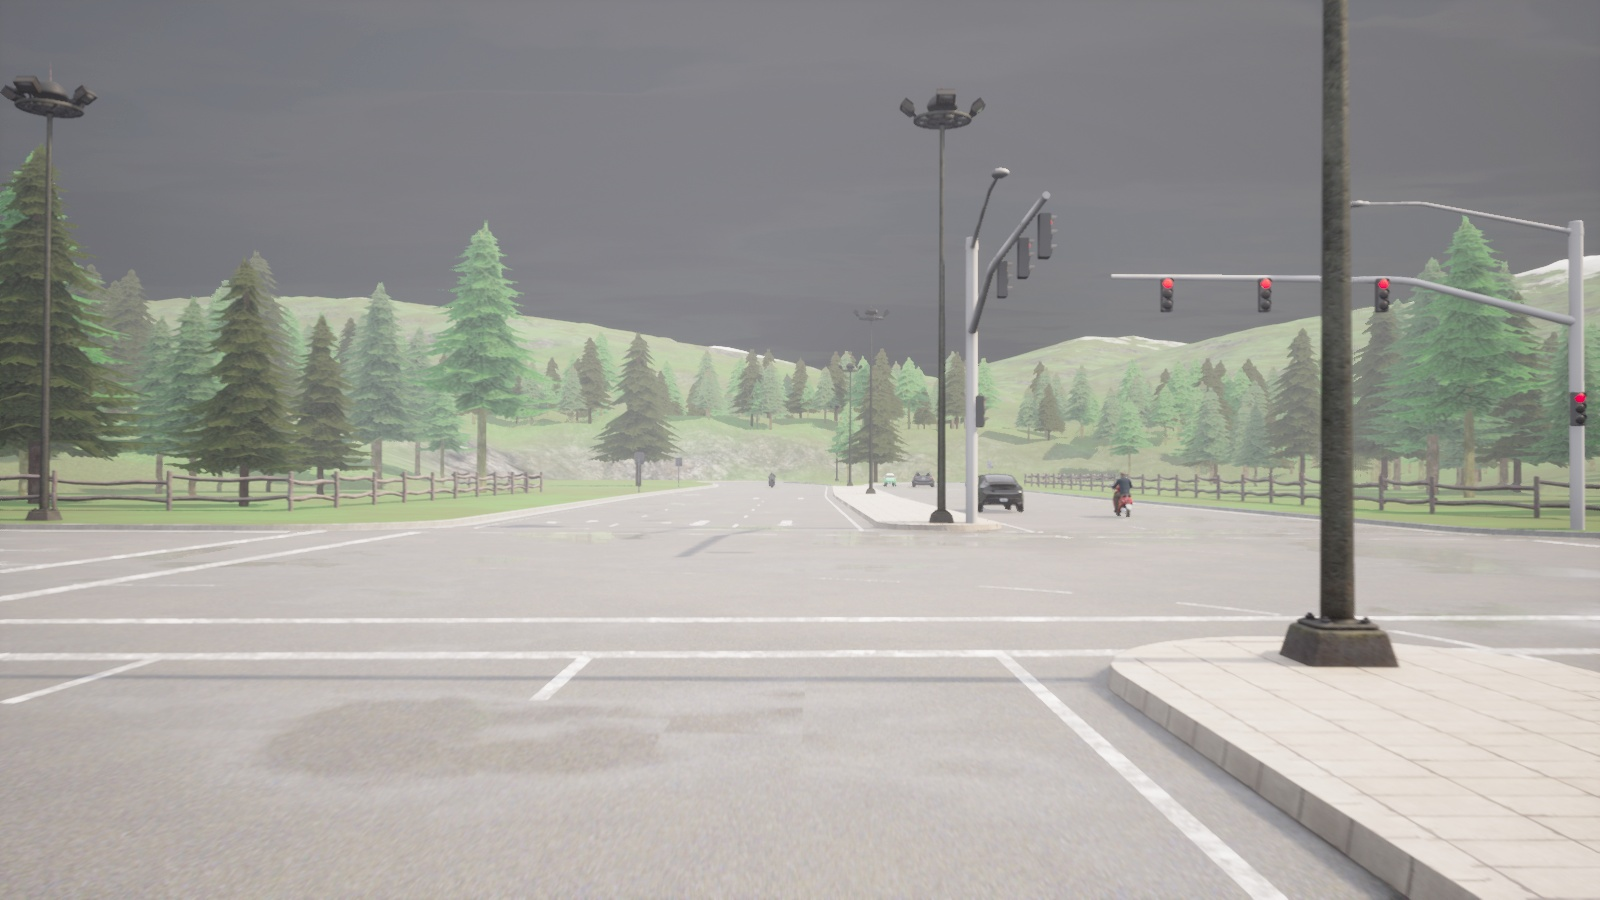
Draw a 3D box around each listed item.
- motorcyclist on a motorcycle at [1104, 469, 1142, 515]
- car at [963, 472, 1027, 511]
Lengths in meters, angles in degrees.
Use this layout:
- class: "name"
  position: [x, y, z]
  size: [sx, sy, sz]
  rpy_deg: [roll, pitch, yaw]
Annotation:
- class: "motorcyclist on a motorcycle"
  position: [11.392, 1.480, 44.345]
  size: [0.866, 1.590, 1.817]
  rpy_deg: [0, -2, 0]
- class: "car"
  position: [7.877, 1.659, 51.057]
  size: [1.837, 1.490, 4.892]
  rpy_deg: [0, -1, 0]
